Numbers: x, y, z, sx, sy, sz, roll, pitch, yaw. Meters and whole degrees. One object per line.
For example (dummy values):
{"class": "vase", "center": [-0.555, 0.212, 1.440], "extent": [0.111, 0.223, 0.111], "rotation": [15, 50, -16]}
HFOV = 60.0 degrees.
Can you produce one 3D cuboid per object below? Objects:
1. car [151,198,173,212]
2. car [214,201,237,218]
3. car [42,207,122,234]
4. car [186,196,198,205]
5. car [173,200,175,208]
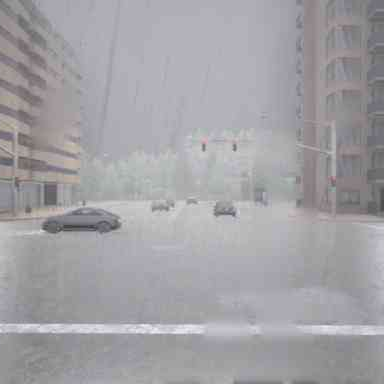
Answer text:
{"class": "car", "center": [-3.576, 1.526, 38.866], "extent": [1.812, 1.442, 4.674], "rotation": [0, 0, 0]}
{"class": "car", "center": [3.062, 1.547, 30.708], "extent": [2.033, 1.411, 5.357], "rotation": [0, 0, 2]}
{"class": "car", "center": [-6.046, 1.564, 18.552], "extent": [4.181, 1.385, 1.994], "rotation": [0, 0, 1]}
{"class": "car", "center": [-0.012, 1.526, 60.173], "extent": [1.812, 1.442, 4.674], "rotation": [0, 0, 0]}
{"class": "car", "center": [-3.574, 1.564, 48.948], "extent": [1.994, 1.385, 4.181], "rotation": [0, 0, 0]}
